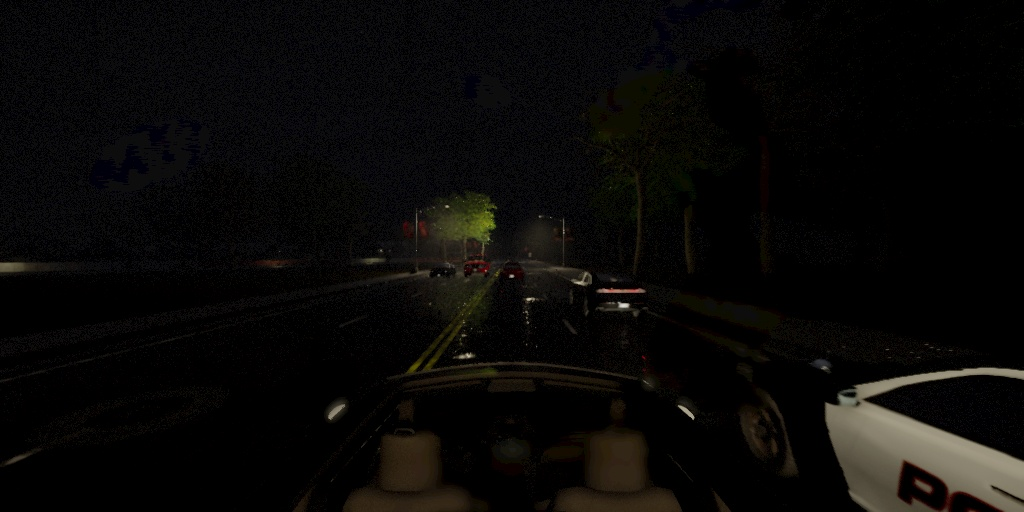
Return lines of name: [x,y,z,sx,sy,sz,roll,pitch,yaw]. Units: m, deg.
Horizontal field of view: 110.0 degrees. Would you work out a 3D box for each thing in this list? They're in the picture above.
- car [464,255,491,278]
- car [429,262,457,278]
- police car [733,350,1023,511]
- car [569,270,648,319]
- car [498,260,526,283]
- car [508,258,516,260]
car: [-3.249,0.874,34.454,2.150,2.045,5.566,0,0,0]
car: [-6.499,1.308,34.486,2.033,1.411,5.357,0,0,0]
police car: [3.251,1.255,1.853,2.038,1.542,4.974,0,0,0]
car: [3.250,1.239,12.853,2.128,1.511,4.902,0,0,0]
car: [-0.009,1.268,28.124,1.812,1.442,4.674,0,0,0]
car: [0.102,1.233,50.357,1.837,1.490,4.892,0,0,0]
